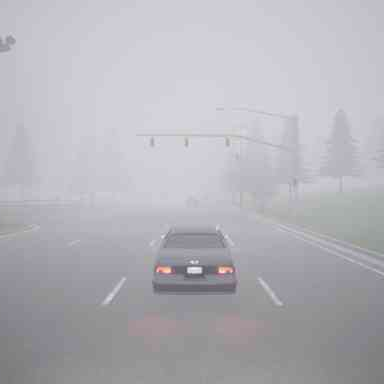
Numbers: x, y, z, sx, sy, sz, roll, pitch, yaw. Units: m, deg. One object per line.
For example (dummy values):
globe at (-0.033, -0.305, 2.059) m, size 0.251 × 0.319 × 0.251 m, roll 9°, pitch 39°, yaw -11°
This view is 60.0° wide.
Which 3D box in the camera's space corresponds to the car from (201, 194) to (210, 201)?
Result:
car at (3.502, 1.487, 83.570) m, size 1.837 × 1.490 × 4.892 m, roll 0°, pitch 0°, yaw 0°

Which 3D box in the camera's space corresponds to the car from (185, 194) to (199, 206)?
car at (-0.001, 1.349, 52.927) m, size 2.097 × 1.767 × 4.553 m, roll 0°, pitch 0°, yaw 0°

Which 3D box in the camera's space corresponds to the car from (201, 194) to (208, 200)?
car at (3.502, 1.305, 93.990) m, size 1.882 × 1.535 × 5.008 m, roll 0°, pitch 0°, yaw 0°

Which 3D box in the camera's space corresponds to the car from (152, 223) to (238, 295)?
car at (0.067, 1.547, 8.888) m, size 2.033 × 1.411 × 5.357 m, roll 0°, pitch 0°, yaw 0°

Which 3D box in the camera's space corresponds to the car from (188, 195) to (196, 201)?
car at (0.002, 1.527, 83.570) m, size 2.033 × 1.411 × 5.357 m, roll 0°, pitch 0°, yaw 0°

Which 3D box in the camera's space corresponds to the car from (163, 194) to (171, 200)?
car at (-6.998, 1.380, 93.991) m, size 1.994 × 1.385 × 4.181 m, roll 0°, pitch 0°, yaw 0°

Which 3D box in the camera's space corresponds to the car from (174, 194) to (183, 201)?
car at (-3.498, 1.512, 83.987) m, size 1.812 × 1.442 × 4.674 m, roll 0°, pitch 0°, yaw 0°

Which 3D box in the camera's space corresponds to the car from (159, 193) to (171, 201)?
car at (-6.998, 1.212, 83.601) m, size 2.150 × 2.045 × 5.566 m, roll 0°, pitch 0°, yaw 0°

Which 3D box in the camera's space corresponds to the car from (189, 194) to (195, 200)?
car at (0.002, 1.305, 93.990) m, size 1.882 × 1.535 × 5.008 m, roll 0°, pitch 0°, yaw 0°

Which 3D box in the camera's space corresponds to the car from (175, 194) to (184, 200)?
car at (-3.498, 1.353, 93.990) m, size 2.128 × 1.511 × 4.902 m, roll 0°, pitch 0°, yaw 0°
